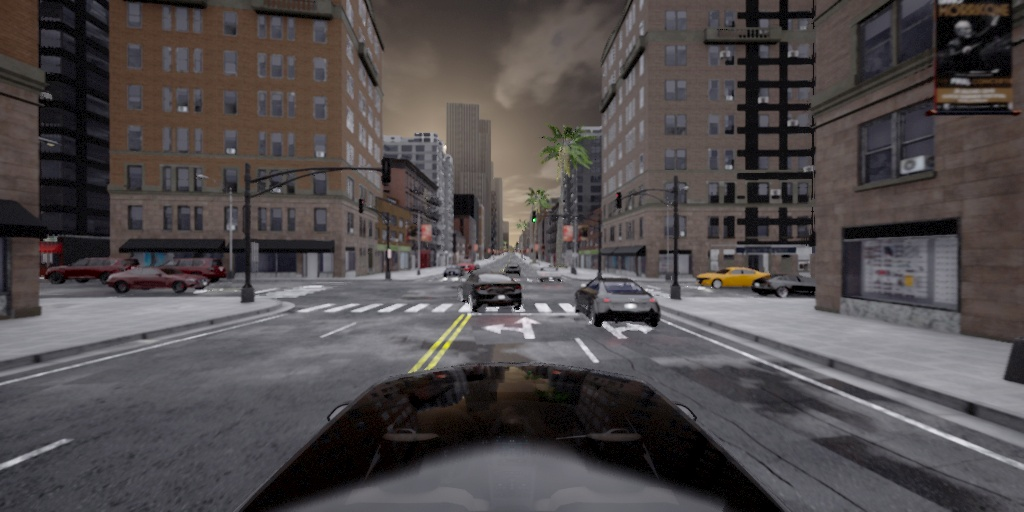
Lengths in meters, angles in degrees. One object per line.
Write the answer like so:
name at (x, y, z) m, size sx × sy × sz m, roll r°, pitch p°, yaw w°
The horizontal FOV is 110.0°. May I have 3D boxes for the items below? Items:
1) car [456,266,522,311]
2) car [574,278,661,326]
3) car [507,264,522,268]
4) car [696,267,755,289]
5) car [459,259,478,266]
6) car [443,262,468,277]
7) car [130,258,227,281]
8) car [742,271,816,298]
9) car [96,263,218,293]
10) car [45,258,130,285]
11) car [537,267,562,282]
car at (-1.047, 1.369, 15.351) m, size 1.882 × 1.535 × 5.008 m, roll 0°, pitch -1°, yaw -16°
car at (3.353, 1.414, 12.141) m, size 1.994 × 1.385 × 4.181 m, roll 0°, pitch -1°, yaw 0°
car at (0.116, 1.663, 43.544) m, size 1.837 × 1.490 × 4.892 m, roll 0°, pitch -1°, yaw 0°
car at (16.333, 1.588, 26.616) m, size 5.008 × 1.535 × 1.882 m, roll 0°, pitch 0°, yaw 0°
car at (-6.549, 1.449, 50.866) m, size 2.150 × 2.045 × 5.566 m, roll 0°, pitch -1°, yaw 0°
car at (-6.579, 1.698, 41.089) m, size 1.994 × 1.385 × 4.181 m, roll 0°, pitch -1°, yaw 0°
car at (-23.885, 1.078, 26.179) m, size 5.009 × 1.841 × 2.192 m, roll 0°, pitch 0°, yaw -9°
car at (16.215, 1.702, 20.664) m, size 4.313 × 1.339 × 1.948 m, roll 0°, pitch 0°, yaw 0°
car at (-20.446, 1.338, 20.860) m, size 4.674 × 1.442 × 1.812 m, roll 1°, pitch 0°, yaw -9°
car at (-29.331, 1.028, 25.359) m, size 5.009 × 1.841 × 2.192 m, roll 0°, pitch 0°, yaw -9°
car at (3.362, 1.656, 33.160) m, size 1.895 × 1.301 × 4.718 m, roll 0°, pitch -1°, yaw 0°
